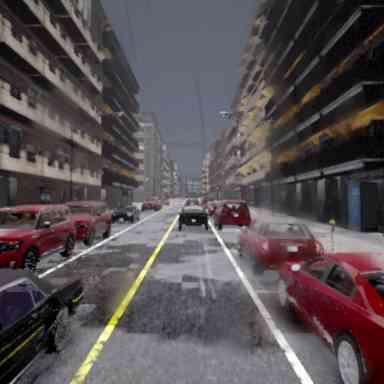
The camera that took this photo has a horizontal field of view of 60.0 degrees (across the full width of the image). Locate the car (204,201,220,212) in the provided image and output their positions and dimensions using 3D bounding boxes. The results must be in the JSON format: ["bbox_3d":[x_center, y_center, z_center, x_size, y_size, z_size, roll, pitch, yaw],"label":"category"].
[{"bbox_3d":[2.534,1.860,43.713,1.802,1.307,4.206,1,0,0],"label":"car"}]

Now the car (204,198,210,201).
[{"bbox_3d":[2.541,1.638,32.652,1.967,1.590,4.097,1,0,0],"label":"car"}]

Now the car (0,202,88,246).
[{"bbox_3d":[-5.295,1.374,10.586,2.192,1.841,5.009,1,0,0],"label":"car"}]

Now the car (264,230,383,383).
[{"bbox_3d":[2.582,1.573,4.995,1.887,1.381,4.507,1,0,0],"label":"car"}]

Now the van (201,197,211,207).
[{"bbox_3d":[2.533,1.754,60.309,1.690,1.788,3.998,1,-1,0],"label":"van"}]

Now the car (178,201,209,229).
[{"bbox_3d":[0.092,1.608,22.630,1.882,1.535,5.008,0,0,0],"label":"car"}]

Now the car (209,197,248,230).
[{"bbox_3d":[2.547,1.440,21.589,2.192,1.841,5.009,1,0,0],"label":"car"}]

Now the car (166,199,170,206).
[{"bbox_3d":[-5.320,2.044,65.890,1.802,1.307,4.206,1,-1,0],"label":"car"}]

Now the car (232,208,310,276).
[{"bbox_3d":[2.590,1.499,10.527,1.967,1.590,4.097,1,0,0],"label":"car"}]

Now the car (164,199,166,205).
[{"bbox_3d":[-5.314,1.866,49.297,1.887,1.381,4.507,1,0,0],"label":"car"}]

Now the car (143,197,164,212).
[{"bbox_3d":[-5.306,1.593,43.768,2.192,1.841,5.009,1,0,0],"label":"car"}]

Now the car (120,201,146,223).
[{"bbox_3d":[-5.307,1.726,27.177,1.947,1.339,4.313,1,0,0],"label":"car"}]

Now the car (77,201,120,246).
[{"bbox_3d":[-5.297,1.407,16.116,2.192,1.841,5.009,1,0,0],"label":"car"}]

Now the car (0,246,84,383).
[{"bbox_3d":[-2.752,1.619,3.395,1.895,1.301,4.718,0,0,0],"label":"car"}]

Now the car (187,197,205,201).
[{"bbox_3d":[0.087,1.600,39.767,2.097,1.767,4.553,0,0,0],"label":"car"}]
